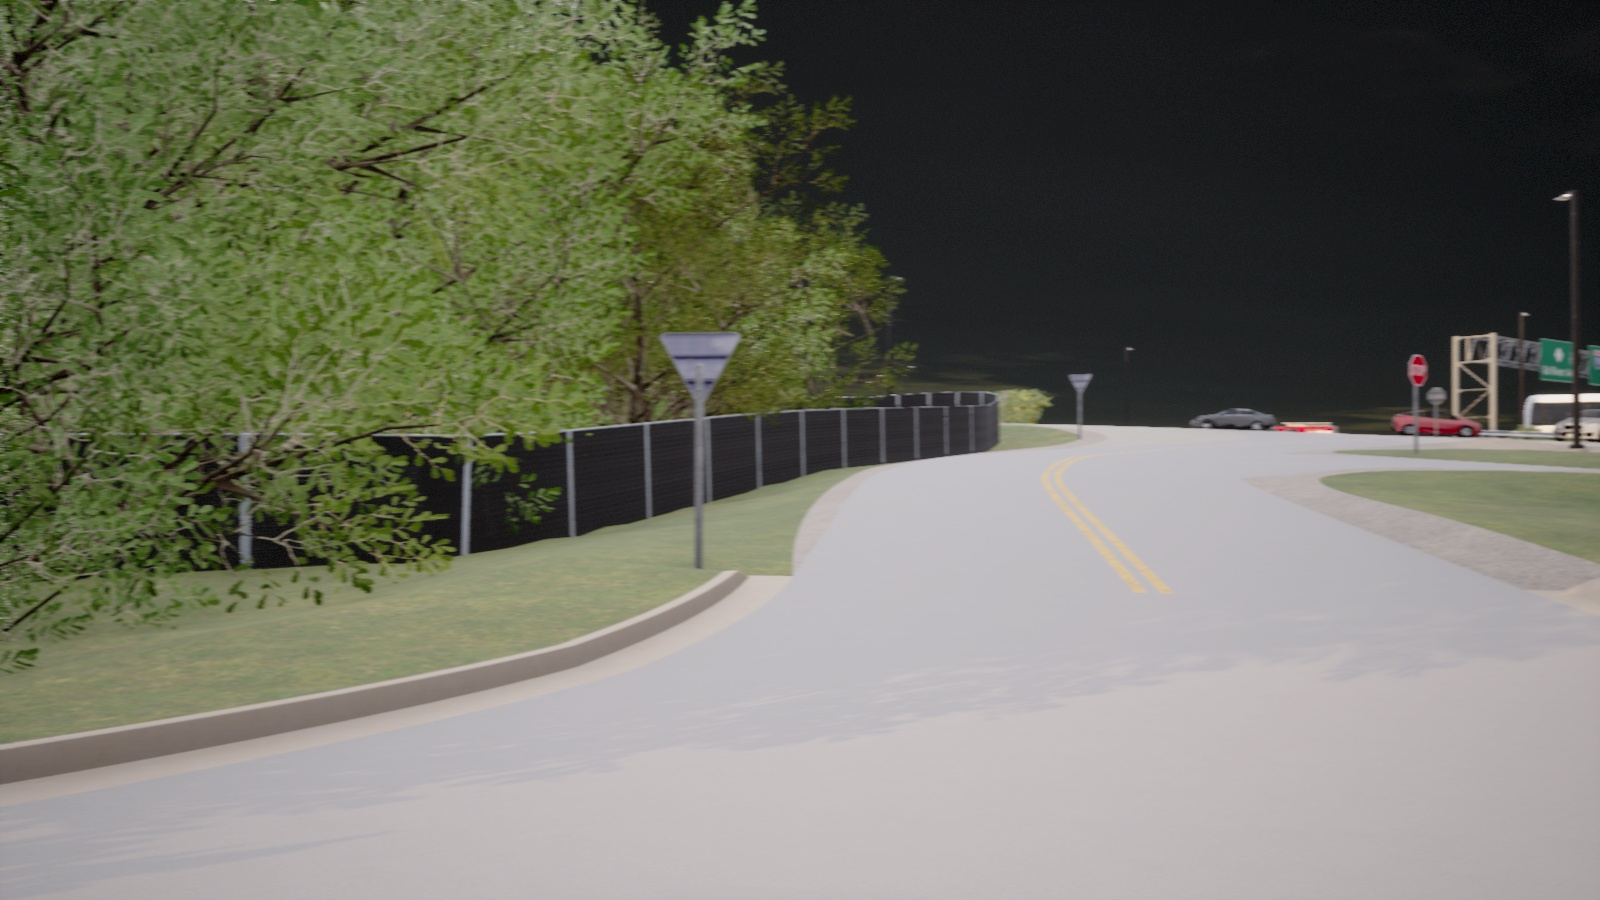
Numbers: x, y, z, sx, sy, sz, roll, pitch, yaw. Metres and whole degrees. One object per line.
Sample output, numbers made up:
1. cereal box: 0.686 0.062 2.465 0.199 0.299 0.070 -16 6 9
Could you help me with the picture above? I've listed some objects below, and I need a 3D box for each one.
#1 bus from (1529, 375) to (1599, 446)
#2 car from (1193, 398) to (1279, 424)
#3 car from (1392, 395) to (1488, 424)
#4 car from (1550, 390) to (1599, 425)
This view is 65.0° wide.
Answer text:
1. bus: 50.254 -2.381 75.633 3.944 4.253 10.273 0 0 -36
2. car: 26.564 -2.377 76.658 4.902 1.511 2.128 1 0 18
3. car: 35.479 -2.227 69.741 4.514 1.525 2.007 1 0 21
4. car: 39.428 -2.101 61.966 4.611 1.667 2.242 -1 2 -31
